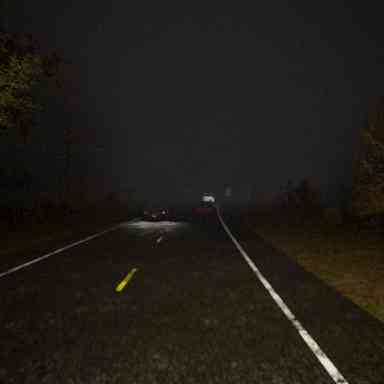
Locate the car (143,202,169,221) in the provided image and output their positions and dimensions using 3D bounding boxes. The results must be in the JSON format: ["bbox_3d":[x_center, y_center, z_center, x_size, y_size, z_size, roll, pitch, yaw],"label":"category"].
[{"bbox_3d":[-2.858,1.532,27.273,1.812,1.442,4.674,0,0,0],"label":"car"}]

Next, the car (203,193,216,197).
[{"bbox_3d":[3.174,1.208,61.772,2.150,2.045,5.566,0,0,6],"label":"car"}]

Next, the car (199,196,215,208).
[{"bbox_3d":[2.018,1.597,47.570,1.895,1.301,4.718,0,0,4],"label":"car"}]
